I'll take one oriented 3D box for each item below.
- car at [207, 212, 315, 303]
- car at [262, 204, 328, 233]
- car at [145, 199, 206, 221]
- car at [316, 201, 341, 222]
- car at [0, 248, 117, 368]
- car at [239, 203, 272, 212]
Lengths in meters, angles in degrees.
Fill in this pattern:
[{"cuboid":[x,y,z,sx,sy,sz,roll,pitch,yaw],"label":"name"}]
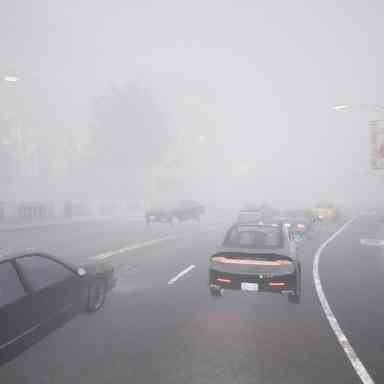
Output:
[{"cuboid":[1.680,1.492,8.327,2.128,1.511,4.902,0,0,15],"label":"car"},{"cuboid":[5.531,1.547,17.286,2.033,1.411,5.357,0,0,29],"label":"car"},{"cuboid":[-0.917,1.132,20.335,1.882,1.535,5.008,0,0,30],"label":"car"},{"cuboid":[10.542,1.456,26.247,1.801,1.575,5.366,0,0,30],"label":"car"},{"cuboid":[-2.950,1.547,4.744,2.033,1.411,5.357,0,0,11],"label":"car"},{"cuboid":[4.723,1.493,22.845,2.128,1.511,4.902,0,0,29],"label":"car"}]
